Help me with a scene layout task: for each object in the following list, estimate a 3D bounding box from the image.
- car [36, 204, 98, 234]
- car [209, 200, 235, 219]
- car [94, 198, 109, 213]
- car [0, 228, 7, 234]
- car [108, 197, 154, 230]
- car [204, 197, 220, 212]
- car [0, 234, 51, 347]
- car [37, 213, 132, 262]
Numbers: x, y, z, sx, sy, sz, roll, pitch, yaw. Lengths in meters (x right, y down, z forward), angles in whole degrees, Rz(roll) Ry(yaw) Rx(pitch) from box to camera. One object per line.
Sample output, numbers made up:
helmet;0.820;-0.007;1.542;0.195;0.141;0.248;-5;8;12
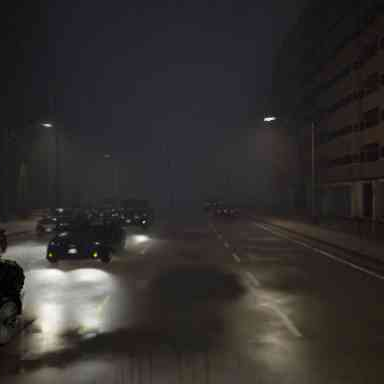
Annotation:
car;-7.370;1.700;19.493;2.128;1.511;4.902;0;-1;-1
car;3.075;1.852;33.021;2.033;1.411;5.357;0;-1;0
car;-7.498;1.531;30.250;2.150;2.045;5.566;0;0;-1
car;-7.225;1.590;9.371;1.882;1.535;5.008;0;-1;-1
car;-3.920;1.454;23.161;2.150;2.045;5.566;0;-1;-1
car;2.844;1.648;45.519;2.150;2.045;5.566;0;0;-1
car;-3.639;1.538;3.580;2.128;1.511;4.902;0;-1;-1
car;-3.759;1.695;12.481;1.994;1.385;4.181;0;-1;0
